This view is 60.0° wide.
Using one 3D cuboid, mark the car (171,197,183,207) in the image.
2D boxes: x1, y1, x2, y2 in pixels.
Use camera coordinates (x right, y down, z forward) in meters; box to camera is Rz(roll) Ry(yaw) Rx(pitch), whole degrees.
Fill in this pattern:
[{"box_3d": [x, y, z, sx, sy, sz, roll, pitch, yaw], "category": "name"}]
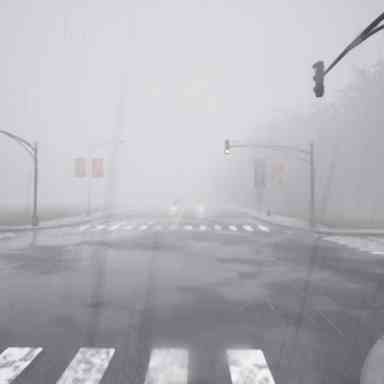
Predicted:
[{"box_3d": [-3.026, 1.990, 68.877, 2.150, 2.045, 5.566, 0, -1, 0], "category": "car"}]
